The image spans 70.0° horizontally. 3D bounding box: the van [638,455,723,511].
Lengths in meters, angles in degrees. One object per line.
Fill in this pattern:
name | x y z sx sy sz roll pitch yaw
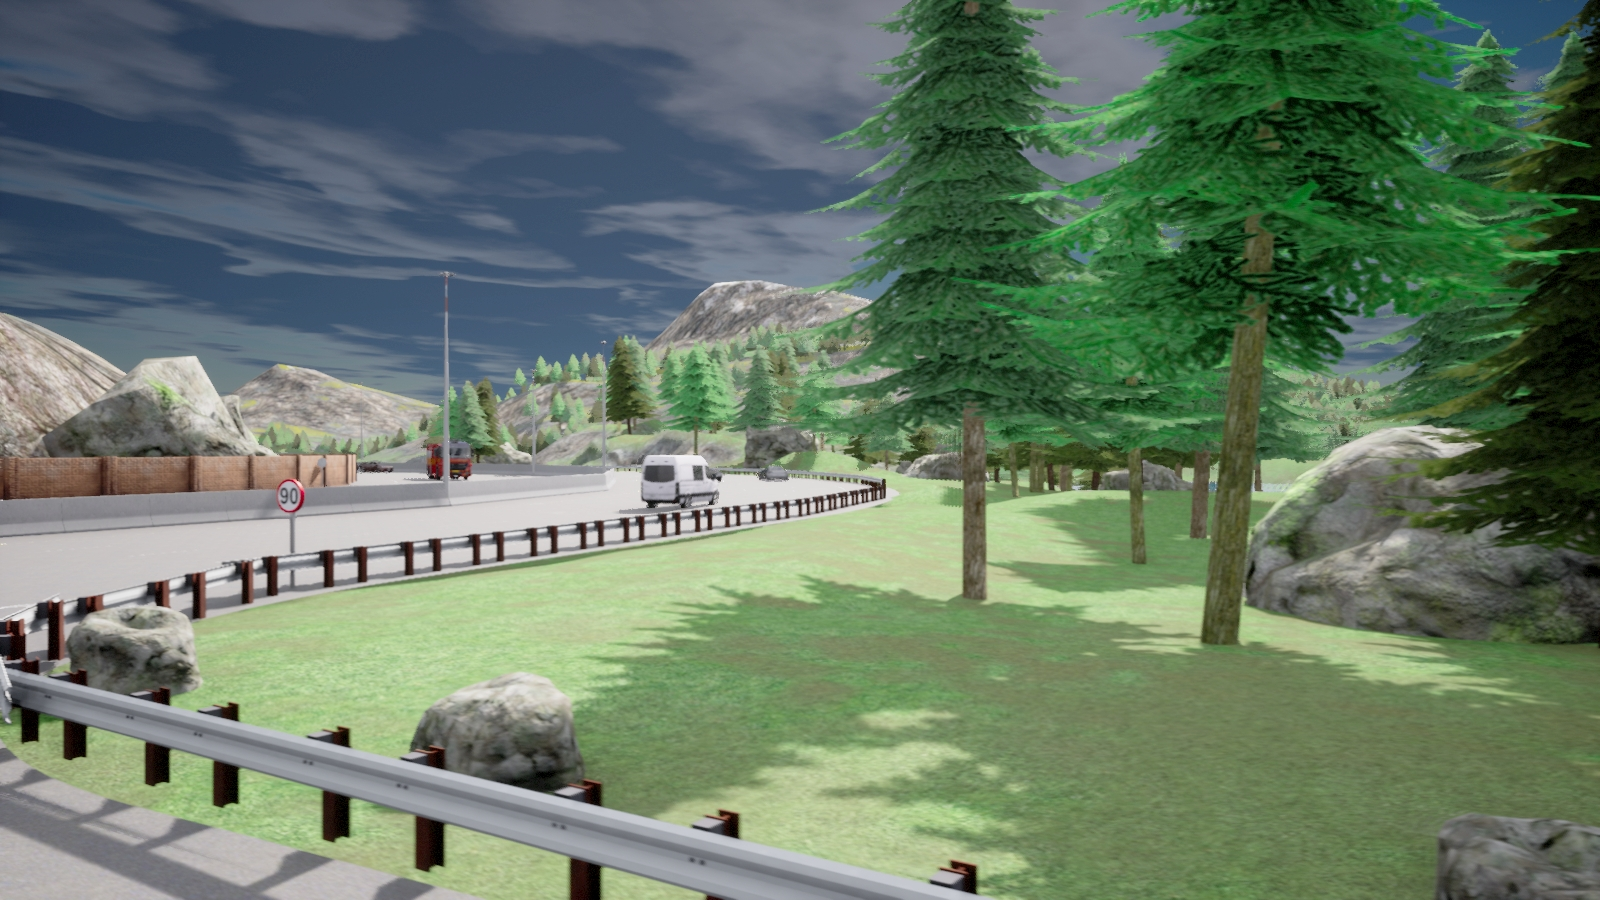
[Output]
van | -5.779 1.534 56.188 1.988 2.561 5.915 0 0 17
